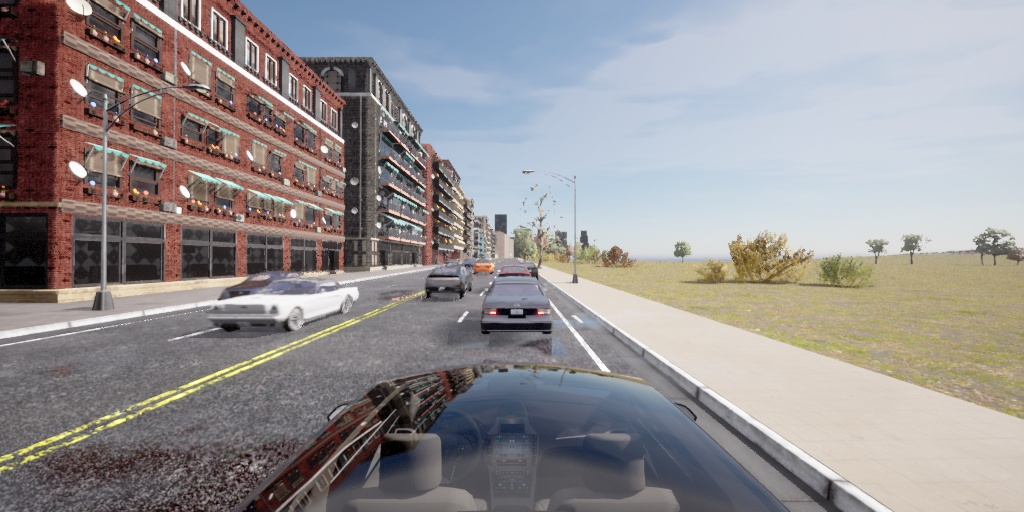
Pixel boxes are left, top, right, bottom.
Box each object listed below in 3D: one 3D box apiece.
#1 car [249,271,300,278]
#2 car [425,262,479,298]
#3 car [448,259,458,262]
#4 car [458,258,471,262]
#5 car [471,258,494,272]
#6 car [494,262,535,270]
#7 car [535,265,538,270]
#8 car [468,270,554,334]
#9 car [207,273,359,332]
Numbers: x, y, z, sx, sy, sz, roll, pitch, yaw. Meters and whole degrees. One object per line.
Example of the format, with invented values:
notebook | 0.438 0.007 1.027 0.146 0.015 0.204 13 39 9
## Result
car | -9.823 1.318 14.929 1.994 1.385 4.181 0 0 0
car | -3.117 1.245 18.408 2.128 1.511 4.902 0 0 0
car | -9.712 1.251 58.390 2.128 1.511 4.902 0 0 0
car | -6.479 1.111 54.417 2.097 1.767 4.553 0 0 0
car | -3.068 1.110 40.269 2.097 1.767 4.553 0 0 0
car | 0.143 1.233 21.095 1.882 1.535 5.008 0 0 0
car | 1.198 1.235 30.532 1.882 1.535 5.008 0 0 0
car | 0.117 1.300 10.555 2.033 1.411 5.357 0 0 0
car | -6.581 1.353 10.999 1.895 1.301 4.718 0 0 0
